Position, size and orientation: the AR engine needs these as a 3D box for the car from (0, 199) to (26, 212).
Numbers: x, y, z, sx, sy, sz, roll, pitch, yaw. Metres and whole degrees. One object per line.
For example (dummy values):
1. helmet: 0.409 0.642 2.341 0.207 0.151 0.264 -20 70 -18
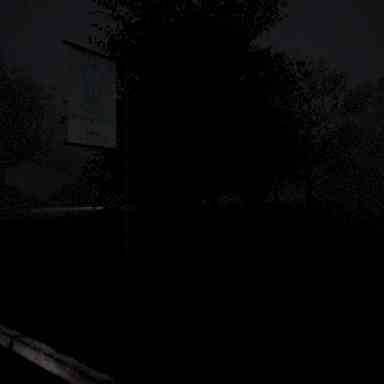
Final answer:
1. car: -21.664 1.524 37.873 1.812 1.442 4.674 0 0 39

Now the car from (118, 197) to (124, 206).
1. car: -8.175 1.549 49.308 1.895 1.301 4.718 0 0 37

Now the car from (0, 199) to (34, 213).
1. car: -19.448 1.599 35.039 1.895 1.301 4.718 0 0 39

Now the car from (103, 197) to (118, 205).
1. car: -11.392 1.444 50.880 2.128 1.511 4.902 0 0 37
